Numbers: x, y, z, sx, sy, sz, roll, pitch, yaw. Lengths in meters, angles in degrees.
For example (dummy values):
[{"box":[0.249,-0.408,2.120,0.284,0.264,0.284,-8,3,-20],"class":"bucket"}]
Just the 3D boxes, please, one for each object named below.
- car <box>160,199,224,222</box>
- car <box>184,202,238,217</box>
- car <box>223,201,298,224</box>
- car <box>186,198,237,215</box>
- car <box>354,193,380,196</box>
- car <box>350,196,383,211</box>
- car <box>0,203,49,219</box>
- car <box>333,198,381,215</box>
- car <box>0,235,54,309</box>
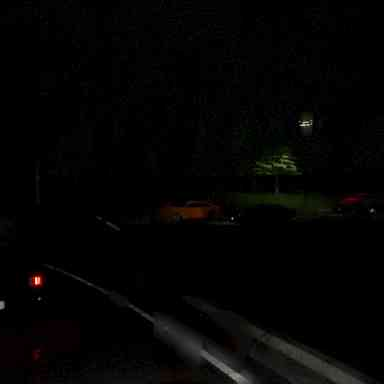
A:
[{"box":[-0.060,1.474,26.654,5.008,1.535,1.882,0,0,-22],"class":"car"},{"box":[1.772,1.597,31.190,4.718,1.301,1.895,0,0,-22],"class":"car"},{"box":[5.386,1.545,25.106,5.357,1.411,2.033,0,0,-22],"class":"car"},{"box":[2.037,1.474,35.081,5.008,1.535,1.882,0,0,-22],"class":"car"},{"box":[22.229,1.217,43.343,5.566,2.045,2.150,0,0,-22],"class":"car"},{"box":[20.789,1.522,38.971,4.674,1.442,1.812,0,0,-22],"class":"car"},{"box":[-14.684,1.596,28.222,4.718,1.301,1.895,0,0,-22],"class":"car"},{"box":[16.275,1.561,33.352,4.181,1.385,1.994,0,0,-22],"class":"car"},{"box":[-4.697,1.600,7.165,1.895,1.301,4.718,0,0,-41],"class":"car"}]
